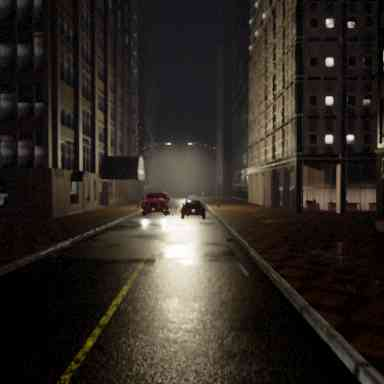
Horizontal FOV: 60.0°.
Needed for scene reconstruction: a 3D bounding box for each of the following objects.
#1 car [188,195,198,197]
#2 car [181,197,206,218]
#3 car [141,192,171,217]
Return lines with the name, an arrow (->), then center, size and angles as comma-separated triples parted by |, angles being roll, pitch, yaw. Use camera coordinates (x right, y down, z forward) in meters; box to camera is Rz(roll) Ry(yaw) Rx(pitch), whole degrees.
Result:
car -> 0.091, 1.184, 45.261 | 2.128, 1.511, 4.902 | 0, 1, 0
car -> 0.097, 1.368, 27.440 | 1.994, 1.385, 4.181 | 0, 0, 0
car -> -3.067, 1.015, 29.374 | 2.150, 2.045, 5.566 | 0, 0, 0
